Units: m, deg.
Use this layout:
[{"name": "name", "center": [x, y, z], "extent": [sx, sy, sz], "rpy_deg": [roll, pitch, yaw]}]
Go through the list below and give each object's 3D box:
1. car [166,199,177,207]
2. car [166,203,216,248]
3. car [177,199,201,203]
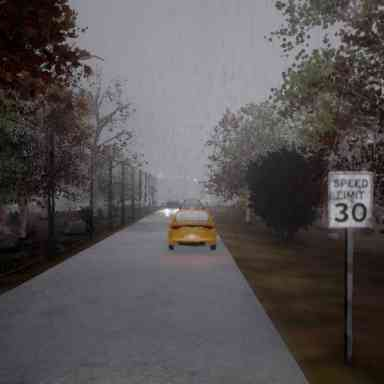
[{"name": "car", "center": [-2.750, 1.642, 48.617], "extent": [1.895, 1.301, 4.718], "rpy_deg": [0, 0, 0]}, {"name": "car", "center": [0.000, 1.479, 14.645], "extent": [1.882, 1.535, 5.008], "rpy_deg": [0, 0, 0]}, {"name": "car", "center": [0.000, 1.357, 29.615], "extent": [2.097, 1.767, 4.553], "rpy_deg": [0, 0, 0]}]
